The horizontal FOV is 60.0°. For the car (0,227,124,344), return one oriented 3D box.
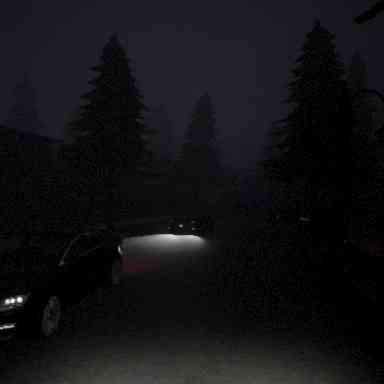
[{"bbox_3d":[-2.897,1.531,6.796,2.128,1.511,4.902,0,0,7],"label":"car"}]

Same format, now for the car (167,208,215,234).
[{"bbox_3d":[0.038,1.700,20.275,1.994,1.385,4.181,0,0,19],"label":"car"}]

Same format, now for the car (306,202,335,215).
[{"bbox_3d":[14.864,1.835,38.016,2.033,1.411,5.357,0,0,40],"label":"car"}]

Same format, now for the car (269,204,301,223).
[{"bbox_3d":[7.847,1.731,28.051,1.812,1.442,4.674,0,0,29],"label":"car"}]
